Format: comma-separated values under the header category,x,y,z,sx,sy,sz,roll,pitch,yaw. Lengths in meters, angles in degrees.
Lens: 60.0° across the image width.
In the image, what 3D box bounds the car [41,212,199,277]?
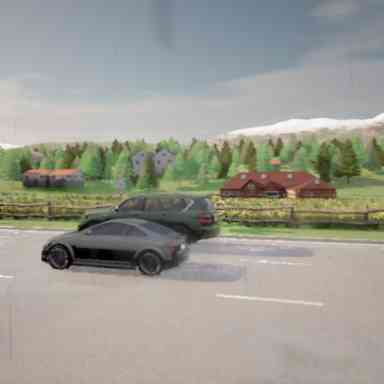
category,x,y,z,sx,sy,sz,roll,pitch,yaw
car,-2.159,1.460,9.665,4.181,1.385,1.994,0,1,16

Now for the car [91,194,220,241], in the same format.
category,x,y,z,sx,sy,sz,roll,pitch,yaw
car,-1.677,1.081,13.161,5.566,2.045,2.150,0,1,16
